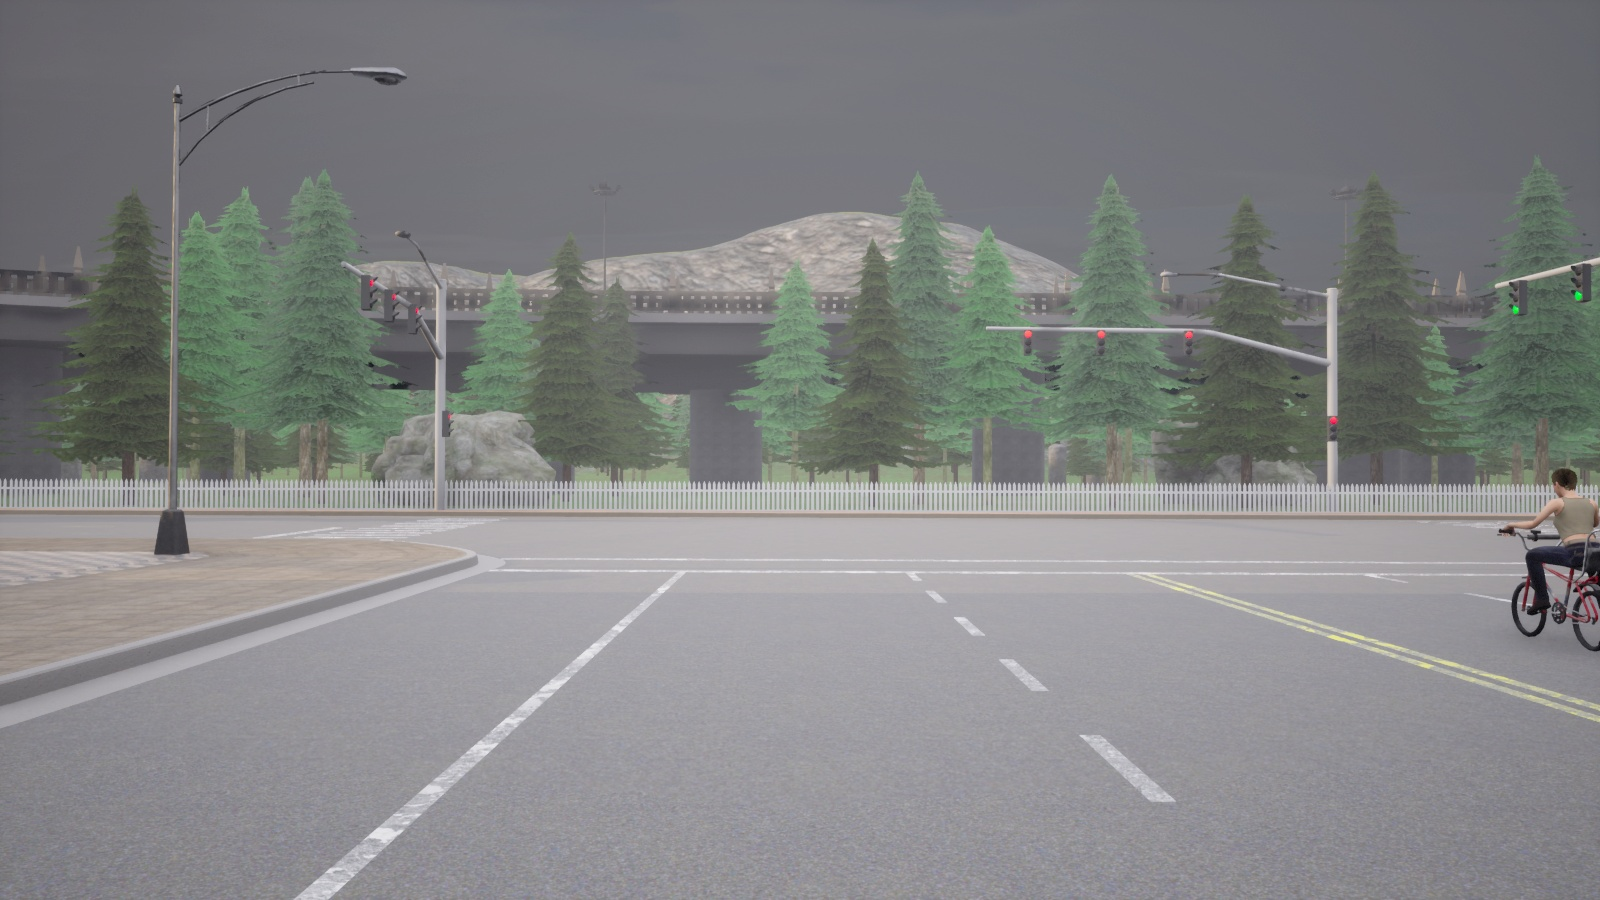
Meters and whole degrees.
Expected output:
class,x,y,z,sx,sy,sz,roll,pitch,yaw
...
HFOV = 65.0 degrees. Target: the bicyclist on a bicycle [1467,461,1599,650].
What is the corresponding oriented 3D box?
class,x,y,z,sx,sy,sz,roll,pitch,yaw
bicyclist on a bicycle,6.975,0.916,11.527,0.866,1.612,1.509,0,-1,0
